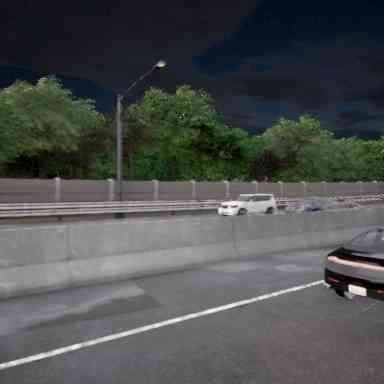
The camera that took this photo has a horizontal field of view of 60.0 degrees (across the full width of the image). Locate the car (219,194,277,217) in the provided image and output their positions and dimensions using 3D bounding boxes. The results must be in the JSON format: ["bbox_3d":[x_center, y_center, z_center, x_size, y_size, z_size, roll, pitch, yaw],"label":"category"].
[{"bbox_3d":[4.938,1.179,28.760,5.566,2.045,2.150,0,0,-34],"label":"car"}]

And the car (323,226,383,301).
[{"bbox_3d":[4.847,1.485,7.148,4.902,1.511,2.128,0,0,-35],"label":"car"}]

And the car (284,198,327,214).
[{"bbox_3d":[9.823,1.290,27.854,4.553,1.767,2.097,0,0,-34],"label":"car"}]

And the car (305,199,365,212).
[{"bbox_3d":[10.765,1.454,24.262,4.892,1.490,1.837,0,0,-34],"label":"car"}]
